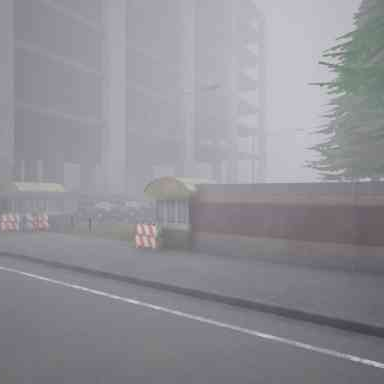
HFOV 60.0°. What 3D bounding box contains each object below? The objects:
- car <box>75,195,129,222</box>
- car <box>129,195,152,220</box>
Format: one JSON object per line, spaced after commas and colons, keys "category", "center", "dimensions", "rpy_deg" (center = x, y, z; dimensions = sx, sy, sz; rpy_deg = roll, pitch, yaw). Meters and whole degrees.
{"category": "car", "center": [-6.853, 1.169, 24.470], "dimensions": [3.866, 1.878, 1.905], "rpy_deg": [0, 0, 35]}
{"category": "car", "center": [-5.170, 1.168, 26.882], "dimensions": [3.866, 1.878, 1.905], "rpy_deg": [0, 0, 35]}
